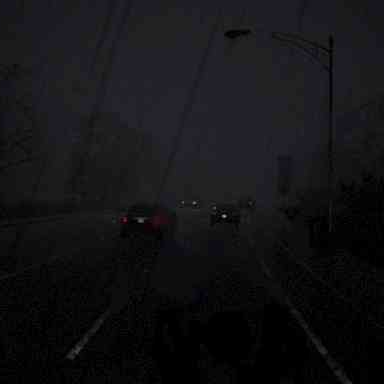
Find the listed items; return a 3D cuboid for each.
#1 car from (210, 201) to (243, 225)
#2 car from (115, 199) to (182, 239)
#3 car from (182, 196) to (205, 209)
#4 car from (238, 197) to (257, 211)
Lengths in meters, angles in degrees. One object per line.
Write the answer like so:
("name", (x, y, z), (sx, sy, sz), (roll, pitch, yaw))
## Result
("car", (2.486, 1.581, 24.135), (1.994, 1.385, 4.181), (0, 0, 10))
("car", (-2.088, 1.353, 17.452), (2.097, 1.767, 4.553), (0, 0, 7))
("car", (0.179, 1.361, 44.493), (2.097, 1.767, 4.553), (0, 0, 19))
("car", (6.884, 1.390, 41.839), (2.097, 1.767, 4.553), (0, 0, 17))
